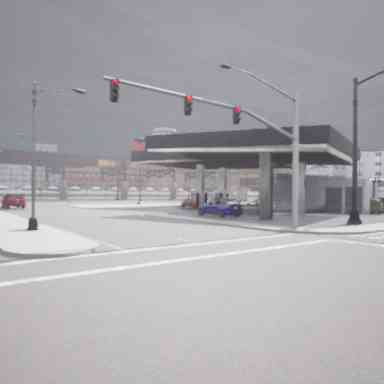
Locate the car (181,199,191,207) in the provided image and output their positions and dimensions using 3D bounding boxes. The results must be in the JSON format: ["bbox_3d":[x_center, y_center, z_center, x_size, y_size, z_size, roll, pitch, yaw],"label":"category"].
[{"bbox_3d":[0.064,1.837,54.050,1.895,1.301,4.718,0,0,27],"label":"car"}]

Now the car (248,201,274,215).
[{"bbox_3d":[6.701,1.669,35.127,1.970,1.475,3.806,1,0,-37],"label":"car"}]

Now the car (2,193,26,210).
[{"bbox_3d":[-23.463,1.201,43.891,2.150,2.045,5.566,1,0,-37],"label":"car"}]

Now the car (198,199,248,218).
[{"bbox_3d":[2.568,1.453,31.067,2.242,1.667,4.611,1,0,-37],"label":"car"}]
